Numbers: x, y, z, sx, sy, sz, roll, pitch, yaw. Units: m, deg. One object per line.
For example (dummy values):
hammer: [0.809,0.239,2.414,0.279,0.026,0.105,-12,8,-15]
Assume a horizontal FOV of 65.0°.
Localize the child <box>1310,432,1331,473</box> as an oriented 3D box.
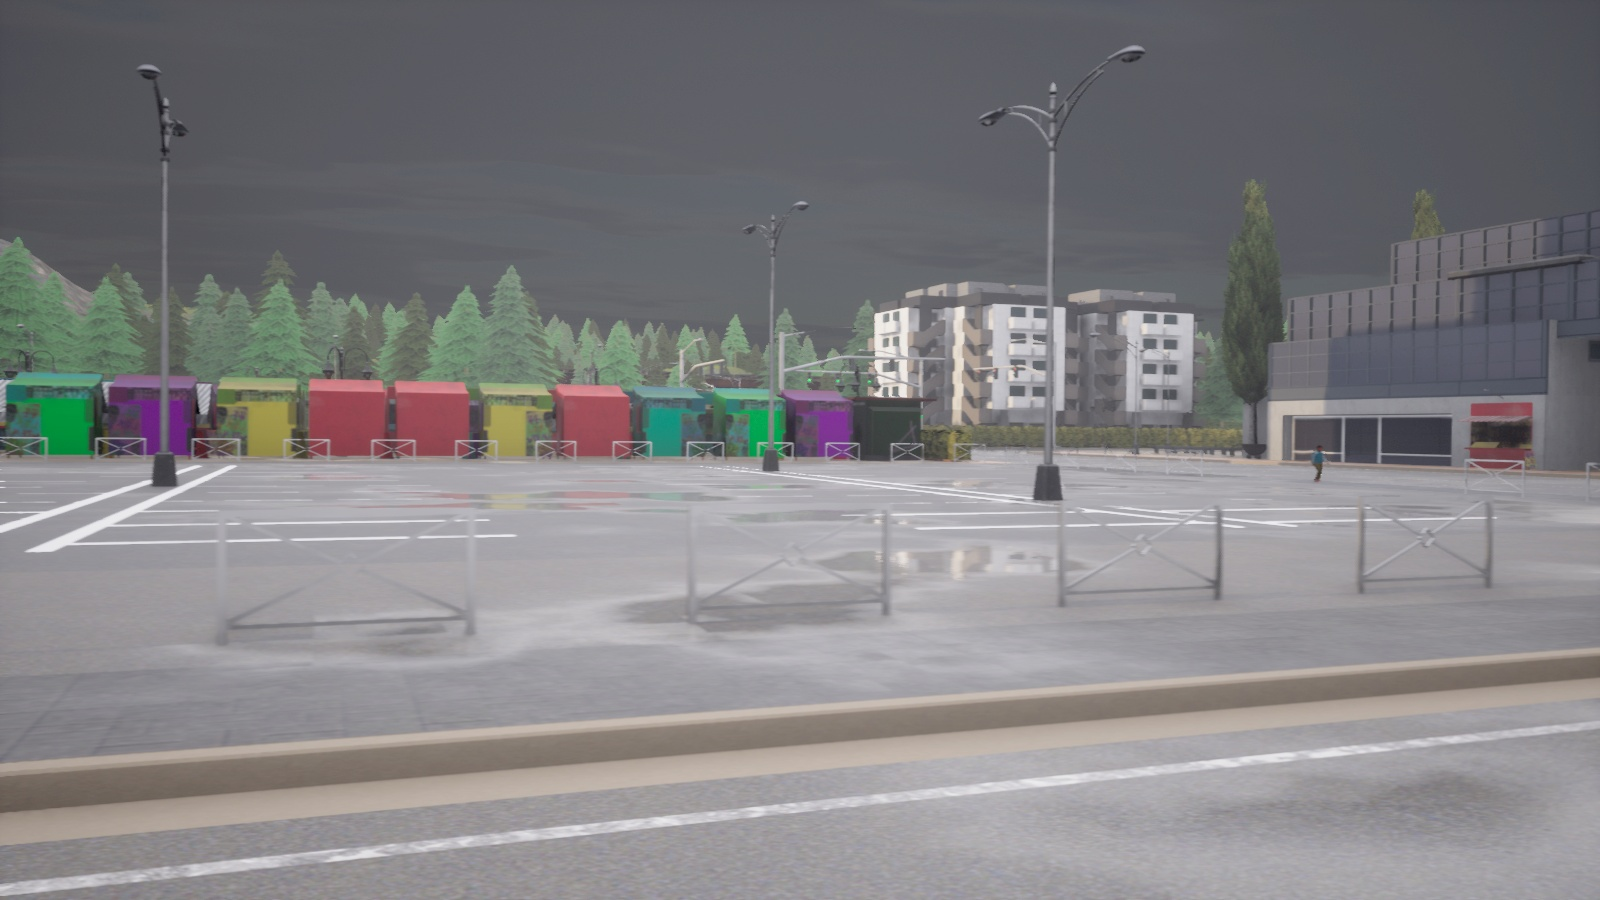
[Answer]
child: [15.379,0.066,37.112,0.343,1.192,0.448,-1,1,-19]
